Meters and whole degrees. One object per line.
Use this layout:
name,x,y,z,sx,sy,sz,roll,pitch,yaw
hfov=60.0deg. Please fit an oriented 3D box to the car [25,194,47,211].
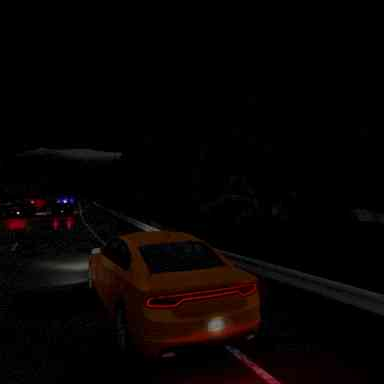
car,-18.825,1.221,39.942,2.150,2.045,5.566,0,0,-19

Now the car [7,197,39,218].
car,-15.348,1.505,30.064,1.837,1.490,4.892,0,0,-20

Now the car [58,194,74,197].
car,-15.668,1.221,41.356,2.150,2.045,5.566,0,0,-19

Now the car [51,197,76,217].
car,-12.183,1.492,31.479,2.128,1.511,4.902,0,0,-19

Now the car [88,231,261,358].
car,-0.746,1.478,6.315,1.882,1.535,5.008,0,0,-25
